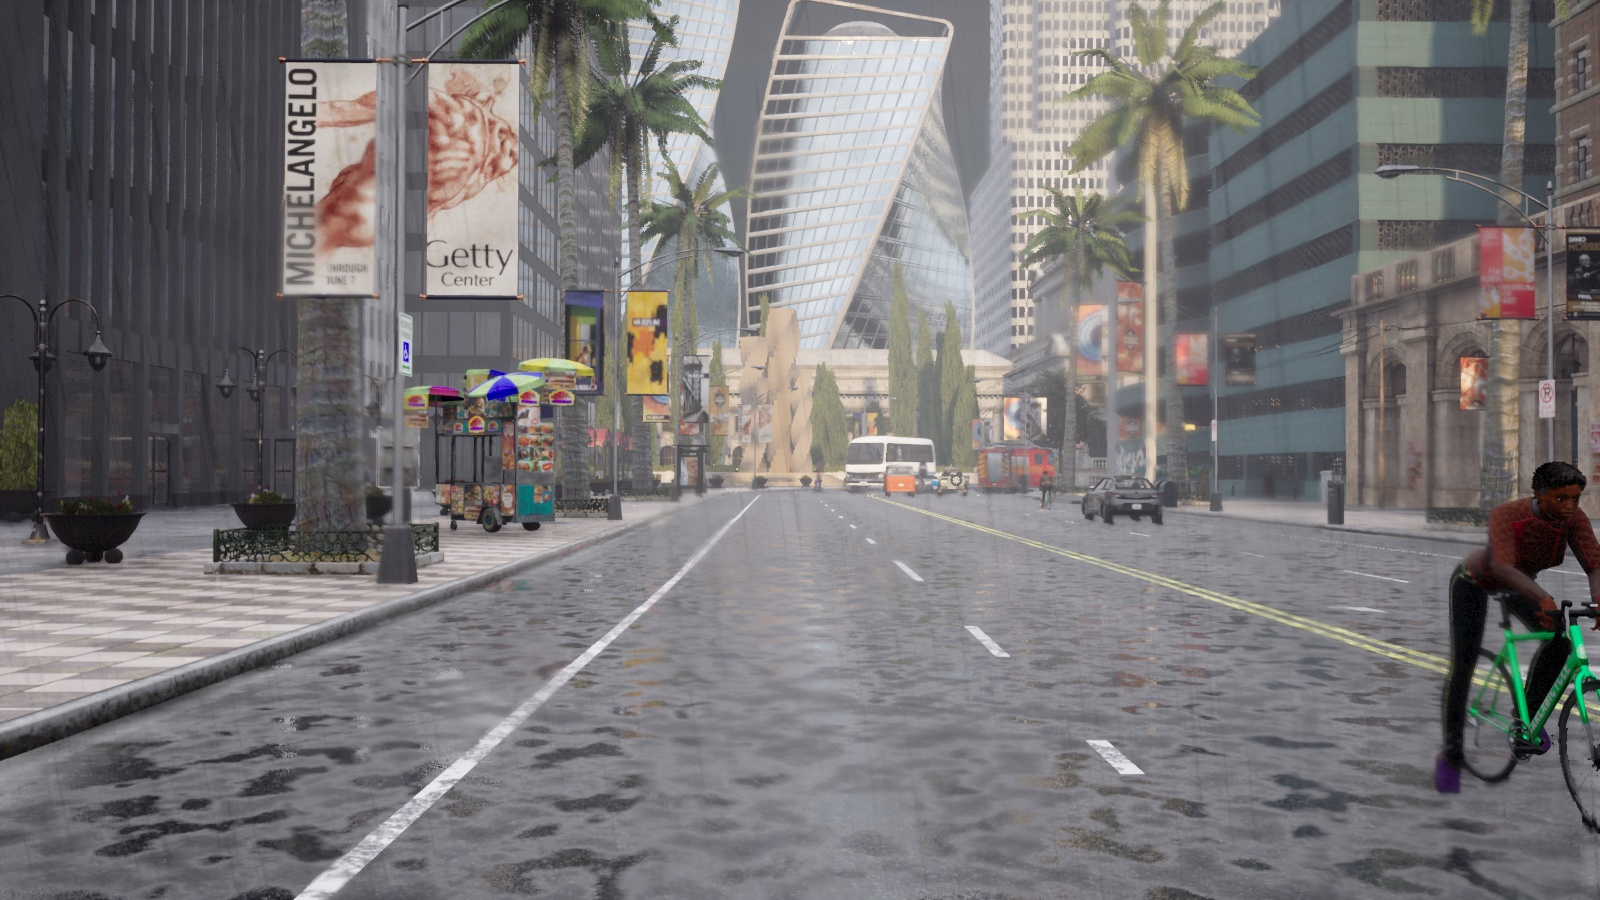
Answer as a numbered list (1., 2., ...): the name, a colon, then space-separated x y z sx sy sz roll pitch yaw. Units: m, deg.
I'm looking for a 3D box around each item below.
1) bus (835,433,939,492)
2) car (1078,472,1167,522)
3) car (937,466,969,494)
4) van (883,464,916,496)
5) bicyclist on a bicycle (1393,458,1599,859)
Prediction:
1. bus: 6.807 1.026 96.416 3.944 4.253 10.273 -1 -1 29
2. car: 10.176 1.455 39.875 1.816 1.474 4.193 0 -1 1
3. car: 10.348 2.009 84.744 1.932 1.855 4.605 -1 -1 9
4. van: 6.276 1.873 79.456 1.775 1.987 4.442 0 -1 1
5. bicyclist on a bicycle: 3.486 0.853 5.915 0.582 1.620 1.656 0 -1 0
